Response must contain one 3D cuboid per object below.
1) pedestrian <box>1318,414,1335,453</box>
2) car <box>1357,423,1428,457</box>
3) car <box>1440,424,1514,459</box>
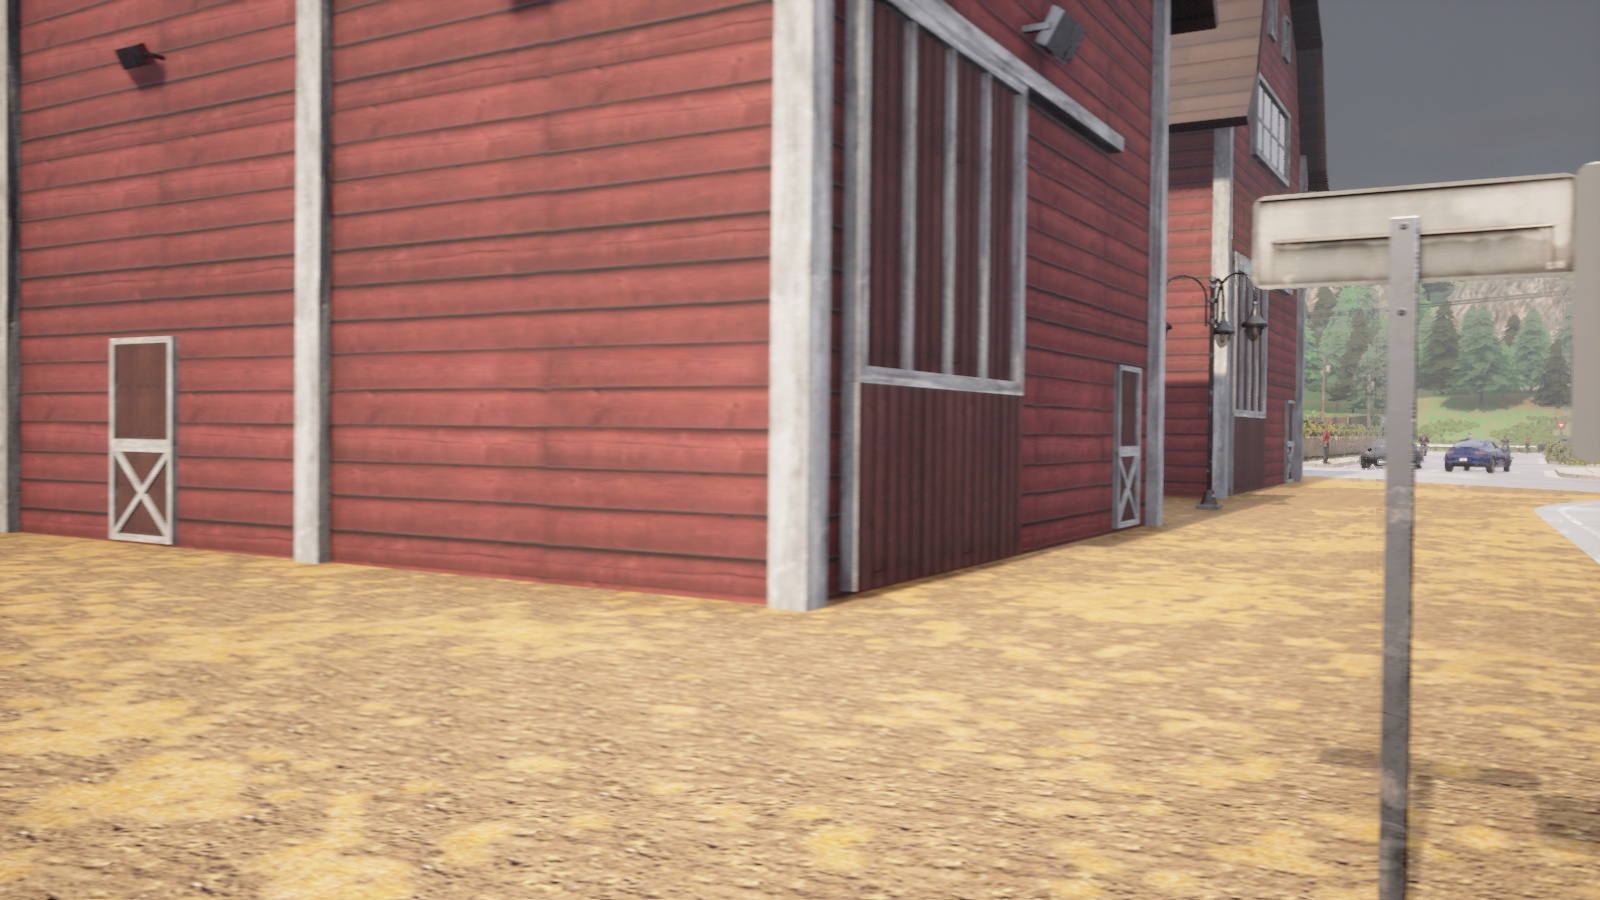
[{"bbox_3d":[25.027,-0.793,59.675,0.331,1.846,0.636,-1,1,-41],"label":"pedestrian"},{"bbox_3d":[27.235,-0.466,57.670,2.163,1.488,4.792,0,1,35],"label":"car"},{"bbox_3d":[29.442,-0.409,54.564,1.812,1.442,4.674,0,1,42],"label":"car"}]
